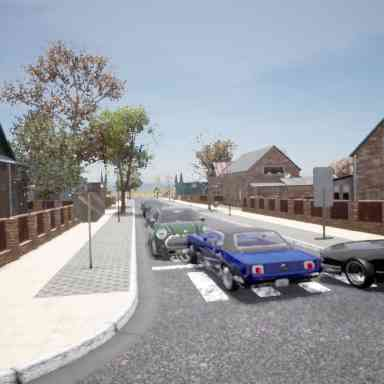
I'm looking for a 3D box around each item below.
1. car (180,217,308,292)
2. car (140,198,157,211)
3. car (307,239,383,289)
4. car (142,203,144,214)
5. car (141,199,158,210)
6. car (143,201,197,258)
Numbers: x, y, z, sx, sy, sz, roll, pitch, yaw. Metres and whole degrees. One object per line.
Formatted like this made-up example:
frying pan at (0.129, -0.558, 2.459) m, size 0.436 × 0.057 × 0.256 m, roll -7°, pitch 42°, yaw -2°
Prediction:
car at (1.269, 1.596, 9.078) m, size 1.895 × 1.301 × 4.718 m, roll -1°, pitch 1°, yaw -16°
car at (-6.020, 1.651, 45.276) m, size 2.033 × 1.411 × 5.357 m, roll -2°, pitch 0°, yaw -9°
car at (5.558, 1.433, 7.069) m, size 5.357 × 1.411 × 2.033 m, roll -1°, pitch 0°, yaw 41°
car at (-2.223, 1.621, 23.185) m, size 1.994 × 1.385 × 4.181 m, roll -2°, pitch 0°, yaw -10°
car at (-4.021, 1.557, 33.516) m, size 1.882 × 1.535 × 5.008 m, roll -2°, pitch 0°, yaw -10°
car at (-0.620, 1.396, 13.230) m, size 2.097 × 1.767 × 4.553 m, roll -2°, pitch 0°, yaw -11°
